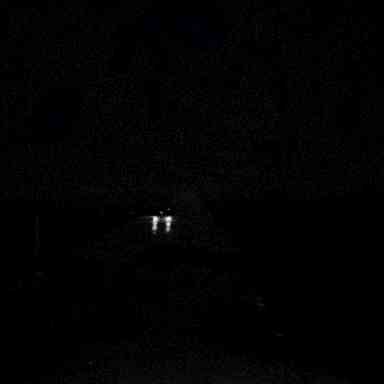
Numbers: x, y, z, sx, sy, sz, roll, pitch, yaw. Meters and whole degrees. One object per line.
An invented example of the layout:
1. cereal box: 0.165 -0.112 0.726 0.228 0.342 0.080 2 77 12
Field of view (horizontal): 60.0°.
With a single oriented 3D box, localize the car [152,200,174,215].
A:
1. car: -2.741 1.460 32.403 2.033 1.411 5.357 0 0 0
